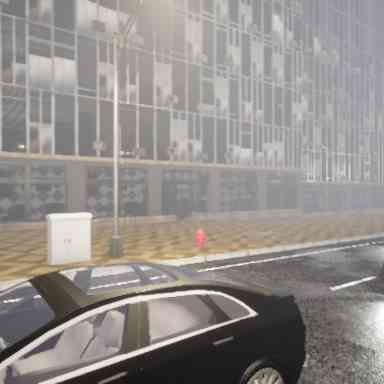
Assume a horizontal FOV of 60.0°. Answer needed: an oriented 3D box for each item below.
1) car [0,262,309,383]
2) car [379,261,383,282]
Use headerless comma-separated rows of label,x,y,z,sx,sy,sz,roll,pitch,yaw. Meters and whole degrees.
car,-1.007,1.499,2.957,4.902,1.511,2.128,1,0,-35
car,6.561,1.667,8.334,4.181,1.385,1.994,1,0,-35
